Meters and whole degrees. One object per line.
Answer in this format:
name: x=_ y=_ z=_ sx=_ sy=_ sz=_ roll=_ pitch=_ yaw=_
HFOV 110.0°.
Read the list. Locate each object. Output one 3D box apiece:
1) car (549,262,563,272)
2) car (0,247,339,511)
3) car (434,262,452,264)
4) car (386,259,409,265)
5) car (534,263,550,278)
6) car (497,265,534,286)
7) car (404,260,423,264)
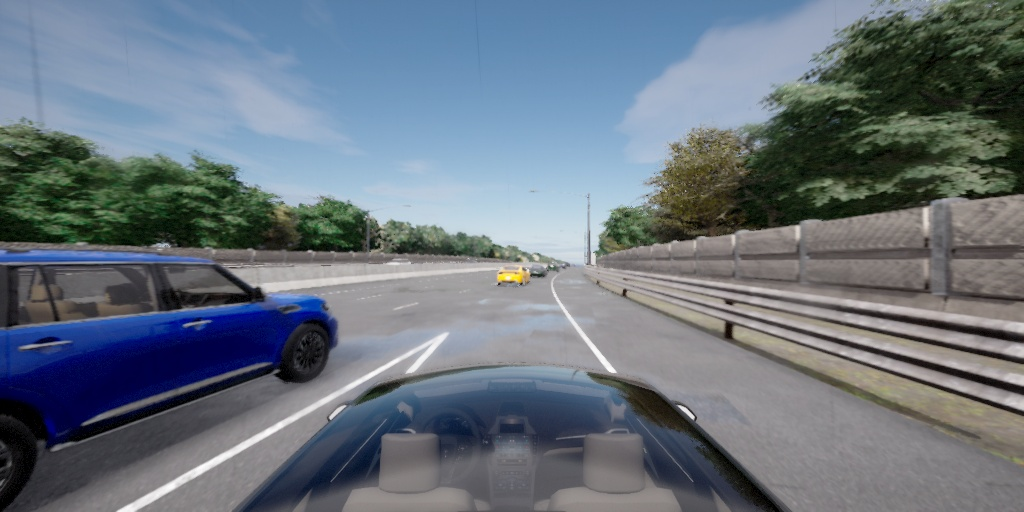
car: x=7.109 y=1.812 z=62.015 sx=2.097 sy=1.767 sz=4.553 roll=0 pitch=-1 yaw=11
car: x=-4.511 y=0.950 z=4.069 sx=2.150 sy=2.045 sz=5.566 roll=0 pitch=0 yaw=11
car: x=-11.715 y=1.878 z=57.286 sx=1.895 sy=1.301 sz=4.718 roll=0 pitch=-1 yaw=12
car: x=-18.576 y=1.471 z=58.608 sx=2.150 sy=2.045 sz=5.566 roll=0 pitch=-1 yaw=12
car: x=2.907 y=1.720 z=41.034 sx=1.994 sy=1.385 sz=4.181 roll=0 pitch=-1 yaw=11
car: x=0.219 y=1.440 z=27.626 sx=1.882 sy=1.535 sz=5.008 roll=0 pitch=-1 yaw=11
car: x=-15.140 y=1.827 z=58.002 sx=1.994 sy=1.385 sz=4.181 roll=0 pitch=-1 yaw=12
